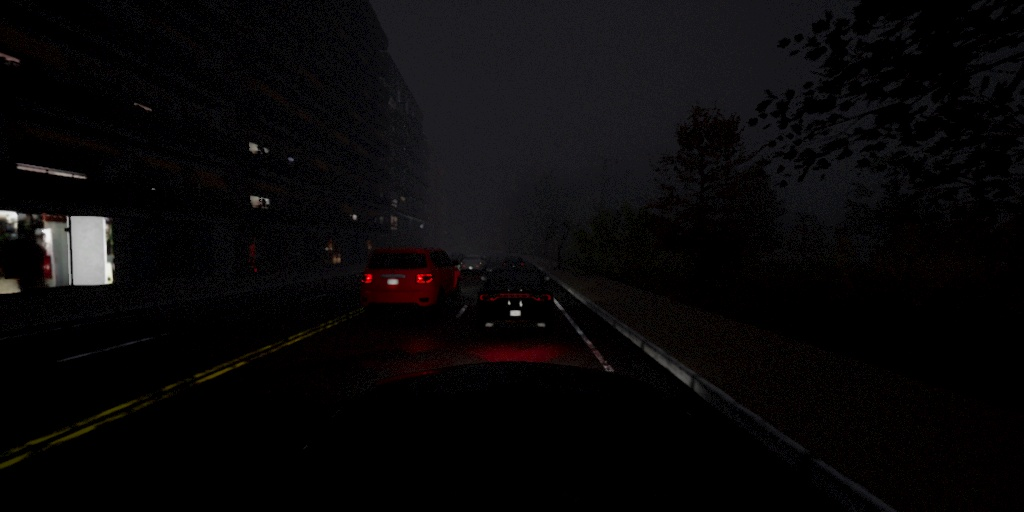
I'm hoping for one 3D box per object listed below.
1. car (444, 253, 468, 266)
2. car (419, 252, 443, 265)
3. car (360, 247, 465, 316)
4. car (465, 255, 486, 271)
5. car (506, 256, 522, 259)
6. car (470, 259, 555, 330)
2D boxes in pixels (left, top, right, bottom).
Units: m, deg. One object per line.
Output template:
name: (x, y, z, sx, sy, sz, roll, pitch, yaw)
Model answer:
car: (-6.575, 0.347, 42.570, 2.033, 1.411, 5.357, 0, 1, 0)
car: (-9.837, 0.247, 43.878, 1.882, 1.535, 5.008, 0, 1, -1)
car: (-3.143, 0.723, 12.196, 2.150, 2.045, 5.566, 0, 1, 0)
car: (-3.103, 0.633, 29.268, 1.812, 1.442, 4.674, 0, 1, 0)
car: (0.144, 0.688, 28.599, 1.994, 1.385, 4.181, 0, 1, 0)
car: (0.092, 1.026, 10.308, 1.882, 1.535, 5.008, 0, 2, 0)
